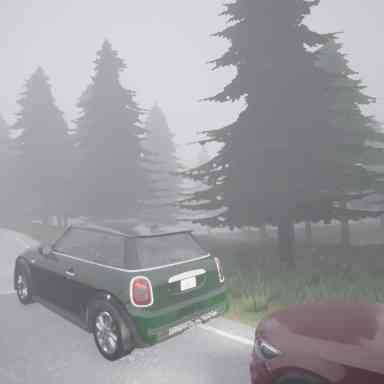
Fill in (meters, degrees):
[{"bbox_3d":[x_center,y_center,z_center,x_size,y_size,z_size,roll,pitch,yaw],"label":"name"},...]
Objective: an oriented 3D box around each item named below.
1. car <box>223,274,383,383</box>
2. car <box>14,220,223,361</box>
[{"bbox_3d":[2.744,1.531,2.598,4.674,1.442,1.812,1,0,36],"label":"car"},{"bbox_3d":[-1.580,1.308,6.226,4.553,1.767,2.097,1,1,44],"label":"car"}]
